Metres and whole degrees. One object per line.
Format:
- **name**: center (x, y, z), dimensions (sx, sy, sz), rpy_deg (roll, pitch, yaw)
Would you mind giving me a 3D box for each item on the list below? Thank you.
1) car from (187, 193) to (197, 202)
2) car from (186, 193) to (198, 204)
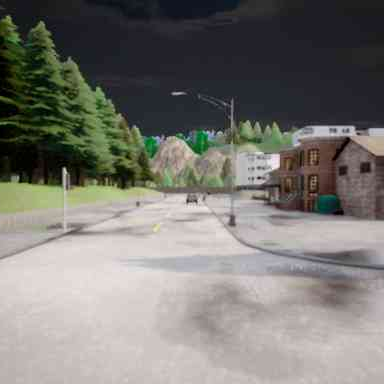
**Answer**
- **car**: center (-0.001, 0.979, 62.447), dimensions (1.837, 1.490, 4.892), rpy_deg (0, 0, 0)
- **car**: center (-0.001, 1.053, 52.027), dimensions (2.128, 1.511, 4.902), rpy_deg (0, 0, 0)
